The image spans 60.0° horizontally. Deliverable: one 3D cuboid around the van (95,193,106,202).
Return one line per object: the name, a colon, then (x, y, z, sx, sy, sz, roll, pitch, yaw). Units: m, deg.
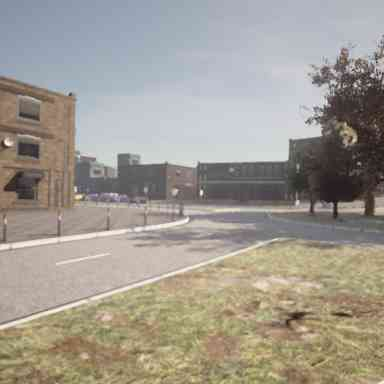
van: (-17.614, 1.215, 70.413, 1.878, 1.987, 4.442, 1, 0, 31)

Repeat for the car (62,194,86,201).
car: (-26.962, 1.217, 76.205, 2.231, 1.521, 4.892, 1, 0, 31)

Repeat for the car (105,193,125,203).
car: (-15.051, 1.368, 69.035, 2.185, 1.767, 4.553, 1, 0, 31)

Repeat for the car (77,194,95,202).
car: (-22.191, 1.208, 73.351, 2.185, 1.767, 4.553, 1, 0, 31)

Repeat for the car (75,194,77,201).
car: (-24.697, 1.271, 74.822, 2.097, 1.535, 5.008, 1, 0, 31)

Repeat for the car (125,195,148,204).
car: (-10.435, 1.606, 66.171, 2.163, 1.488, 4.792, 1, 0, 31)
